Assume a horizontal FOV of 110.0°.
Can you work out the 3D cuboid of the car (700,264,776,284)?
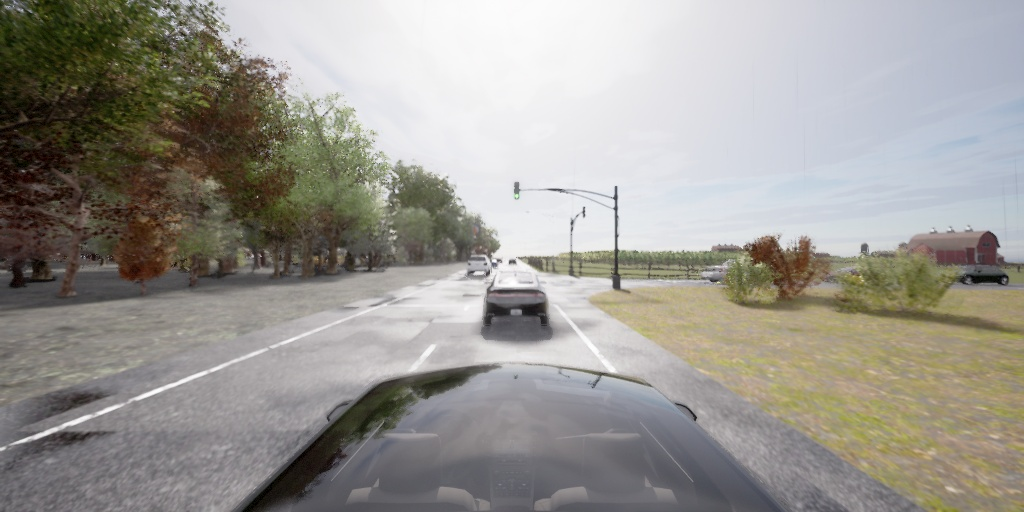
[{"bbox_3d":[17.305,1.522,27.637,4.718,1.301,1.895,1,-1,2],"label":"car"}]

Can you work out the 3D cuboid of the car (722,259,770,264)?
[{"bbox_3d":[19.697,1.227,31.160,5.566,2.045,2.150,1,-1,0],"label":"car"}]

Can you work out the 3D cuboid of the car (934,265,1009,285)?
[{"bbox_3d":[39.620,1.576,31.030,4.553,1.767,2.097,1,-1,0],"label":"car"}]

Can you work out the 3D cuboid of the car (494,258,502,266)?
[{"bbox_3d":[-3.316,1.264,62.965,2.033,1.411,5.357,0,0,0],"label":"car"}]

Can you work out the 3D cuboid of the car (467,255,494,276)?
[{"bbox_3d":[-3.350,0.956,37.415,2.150,2.045,5.566,0,0,0],"label":"car"}]

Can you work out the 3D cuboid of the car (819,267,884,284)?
[{"bbox_3d":[29.381,1.637,31.098,4.674,1.442,1.812,1,-1,0],"label":"car"}]

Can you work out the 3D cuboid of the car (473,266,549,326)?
[{"bbox_3d":[0.113,1.239,11.689,2.128,1.511,4.902,0,0,0],"label":"car"}]
